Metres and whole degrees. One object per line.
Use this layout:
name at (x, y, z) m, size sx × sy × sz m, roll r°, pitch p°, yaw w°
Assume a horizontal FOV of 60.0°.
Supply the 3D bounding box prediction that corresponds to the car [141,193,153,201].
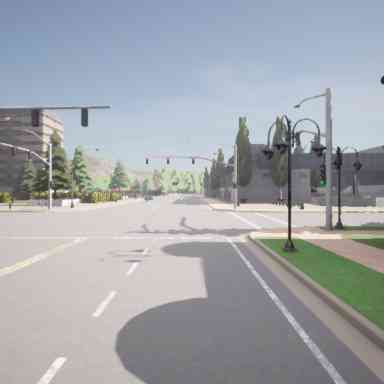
car at (-10.500, 1.491, 80.241) m, size 1.837 × 1.490 × 4.892 m, roll 0°, pitch 0°, yaw 0°
